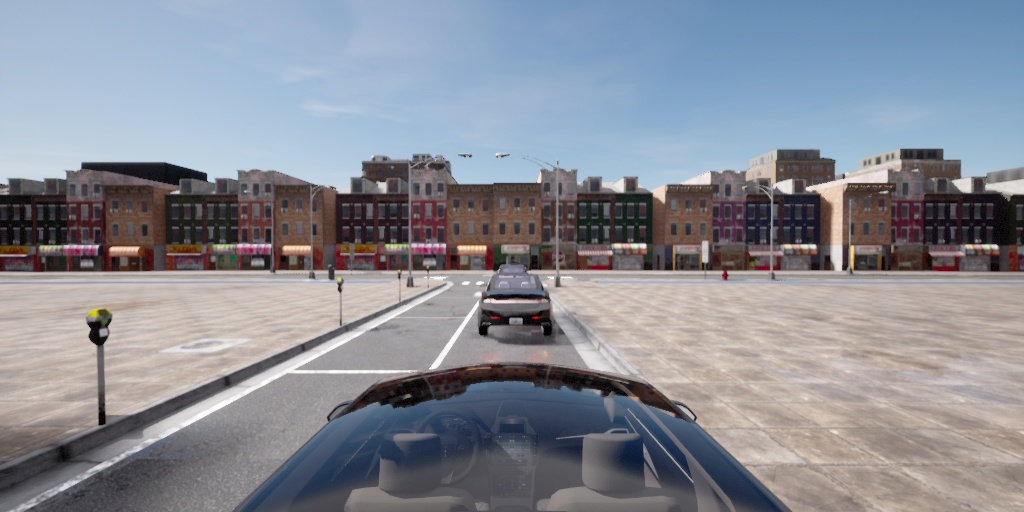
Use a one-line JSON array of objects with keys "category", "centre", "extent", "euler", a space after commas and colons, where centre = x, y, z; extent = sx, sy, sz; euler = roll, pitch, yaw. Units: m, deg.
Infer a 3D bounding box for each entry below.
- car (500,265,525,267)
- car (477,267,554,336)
[{"category": "car", "centre": [0.018, 1.211, 19.631], "extent": [2.128, 1.511, 4.902], "euler": [0, 0, -1]}, {"category": "car", "centre": [0.079, 1.226, 10.359], "extent": [2.128, 1.511, 4.902], "euler": [0, 0, 0]}]
